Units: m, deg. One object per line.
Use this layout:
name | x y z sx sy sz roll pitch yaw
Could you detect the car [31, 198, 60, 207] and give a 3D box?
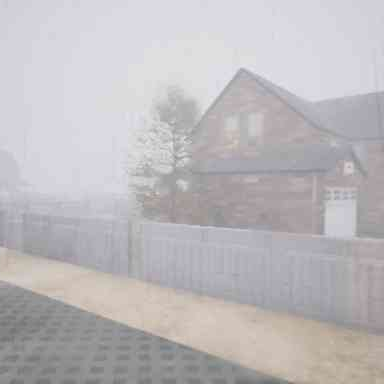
car | -12.416 1.305 28.986 2.128 1.511 4.902 2 2 41
